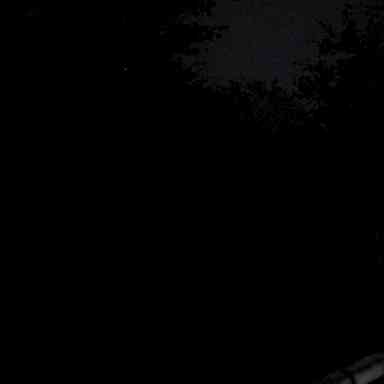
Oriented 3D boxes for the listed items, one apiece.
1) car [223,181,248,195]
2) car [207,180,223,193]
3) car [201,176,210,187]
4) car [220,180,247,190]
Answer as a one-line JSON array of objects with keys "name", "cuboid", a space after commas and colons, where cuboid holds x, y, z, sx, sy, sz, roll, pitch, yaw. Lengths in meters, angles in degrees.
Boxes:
[{"name": "car", "cuboid": [6.261, -0.390, 40.264, 2.163, 1.488, 4.792, 5, 4, 35]}, {"name": "car", "cuboid": [4.025, -0.615, 41.895, 2.097, 1.535, 5.008, 5, 4, 35]}, {"name": "car", "cuboid": [1.793, -1.061, 43.505, 2.435, 2.045, 5.566, 5, 4, 35]}, {"name": "car", "cuboid": [6.998, -1.159, 55.592, 1.946, 1.575, 5.366, 5, 4, 35]}]
